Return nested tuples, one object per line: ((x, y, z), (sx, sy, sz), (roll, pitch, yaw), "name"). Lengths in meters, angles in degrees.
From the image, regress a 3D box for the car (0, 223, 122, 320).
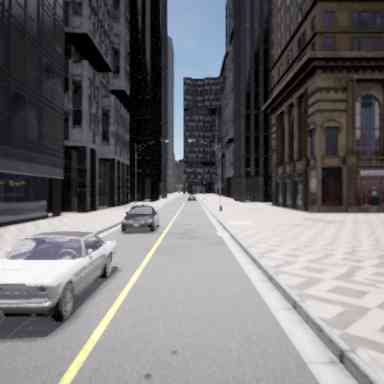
((-3.091, 1.602, 7.417), (1.895, 1.301, 4.718), (0, 0, 0), "car")

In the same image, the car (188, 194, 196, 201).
((-0.023, 1.402, 76.380), (1.994, 1.385, 4.181), (0, 0, 0), "car")

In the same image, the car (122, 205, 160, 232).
((-3.007, 1.533, 20.267), (1.812, 1.442, 4.674), (0, 0, 0), "car")

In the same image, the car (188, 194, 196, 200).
((-0.027, 1.234, 86.414), (1.895, 1.301, 4.718), (0, 0, 0), "car")
